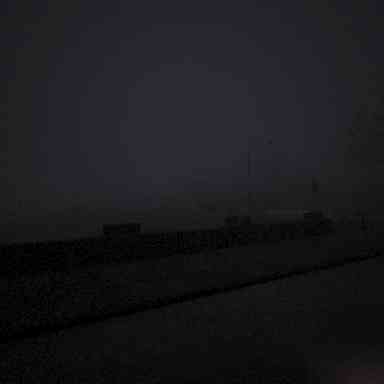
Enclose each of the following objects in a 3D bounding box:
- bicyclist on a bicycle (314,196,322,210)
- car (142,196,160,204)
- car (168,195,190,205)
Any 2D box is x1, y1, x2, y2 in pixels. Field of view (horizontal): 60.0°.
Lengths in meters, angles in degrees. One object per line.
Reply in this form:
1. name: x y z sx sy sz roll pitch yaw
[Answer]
1. bicyclist on a bicycle: 15.190 1.349 40.104 1.656 1.620 0.582 0 0 -36
2. car: -8.175 1.478 65.455 1.882 1.535 5.008 0 0 -36
3. car: -2.302 1.352 57.303 2.097 1.767 4.553 0 0 -35
